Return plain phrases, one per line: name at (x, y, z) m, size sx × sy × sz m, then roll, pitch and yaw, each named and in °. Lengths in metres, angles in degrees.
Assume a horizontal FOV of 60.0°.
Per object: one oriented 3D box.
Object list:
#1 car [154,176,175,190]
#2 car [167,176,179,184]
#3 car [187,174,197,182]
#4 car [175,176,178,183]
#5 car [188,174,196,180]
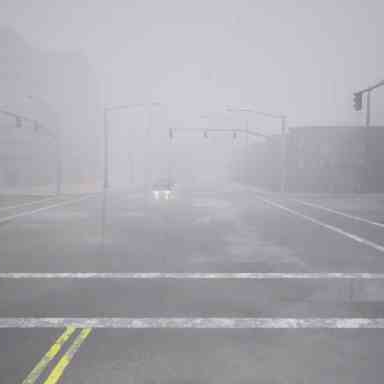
car at (-3.585, -0.961, 41.423) m, size 1.994 × 1.385 × 4.181 m, roll 0°, pitch 4°, yaw 0°
car at (-3.546, -2.275, 61.448) m, size 1.895 × 1.301 × 4.718 m, roll 0°, pitch 4°, yaw 0°
car at (0.022, -2.968, 70.897) m, size 1.994 × 1.385 × 4.181 m, roll 0°, pitch 4°, yaw 0°
car at (-3.578, -1.689, 51.329) m, size 1.837 × 1.490 × 4.892 m, roll 0°, pitch 4°, yaw 0°
car at (0.026, -3.693, 80.724) m, size 2.033 × 1.411 × 5.357 m, roll 0°, pitch 4°, yaw 0°
